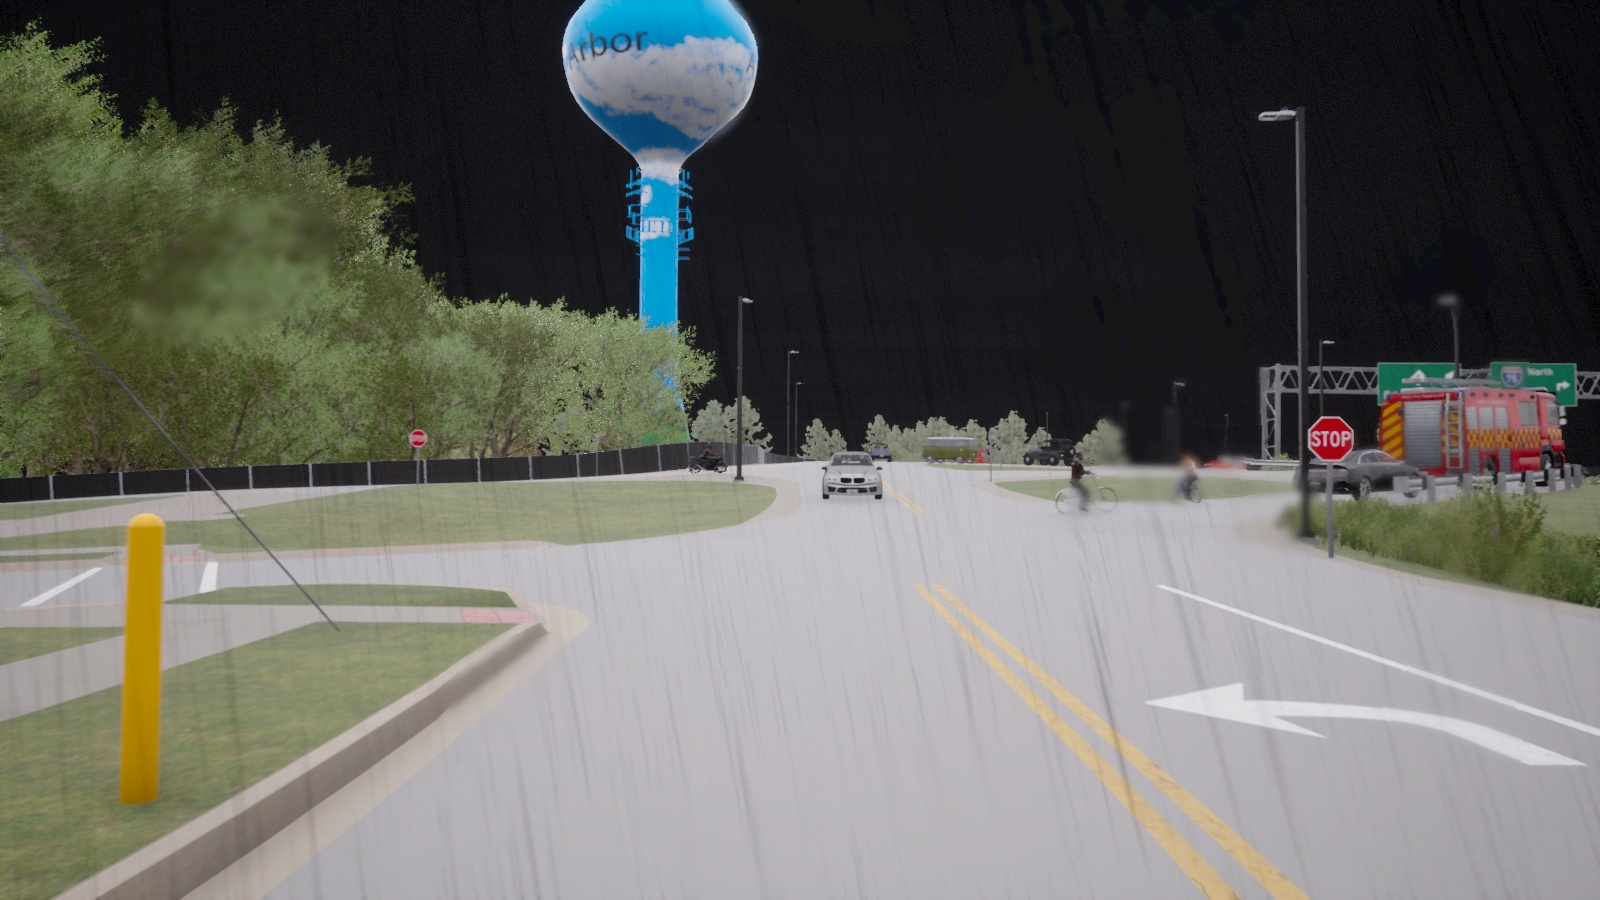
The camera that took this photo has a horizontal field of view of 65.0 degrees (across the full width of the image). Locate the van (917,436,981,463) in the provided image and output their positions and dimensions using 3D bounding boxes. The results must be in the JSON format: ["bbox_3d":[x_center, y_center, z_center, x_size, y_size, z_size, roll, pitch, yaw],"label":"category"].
[{"bbox_3d":[11.216,-0.028,94.760,4.442,1.987,1.775,0,0,36],"label":"van"}]

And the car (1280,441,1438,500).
[{"bbox_3d":[16.498,0.589,36.950,4.902,1.511,2.128,-2,-1,-38],"label":"car"}]

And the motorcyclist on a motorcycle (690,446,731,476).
[{"bbox_3d":[-4.738,0.567,66.350,2.044,1.523,0.797,-2,-1,-13],"label":"motorcyclist on a motorcycle"}]

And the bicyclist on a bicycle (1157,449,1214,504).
[{"bbox_3d":[11.760,0.804,38.299,1.509,1.612,0.866,-2,-1,-37],"label":"bicyclist on a bicycle"}]

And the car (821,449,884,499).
[{"bbox_3d":[1.926,0.846,47.030,2.242,1.667,4.611,0,1,1],"label":"car"}]

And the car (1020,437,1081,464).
[{"bbox_3d":[17.381,0.039,87.367,1.905,1.878,3.866,1,0,-36],"label":"car"}]

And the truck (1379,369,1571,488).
[{"bbox_3d":[23.878,-0.738,44.216,8.468,3.827,2.891,-2,0,-40],"label":"truck"}]

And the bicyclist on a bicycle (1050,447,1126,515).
[{"bbox_3d":[8.000,0.858,34.869,1.843,1.776,0.659,-3,-1,-7],"label":"bicyclist on a bicycle"}]
